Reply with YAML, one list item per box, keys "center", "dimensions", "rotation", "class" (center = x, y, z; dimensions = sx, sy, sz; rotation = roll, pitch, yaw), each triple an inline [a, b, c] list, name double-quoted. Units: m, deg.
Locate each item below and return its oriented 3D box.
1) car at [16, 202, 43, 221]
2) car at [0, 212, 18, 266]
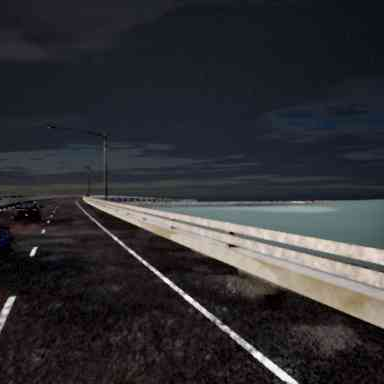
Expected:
- center: [-14.121, 1.656, 28.916]
  dimensions: [2.128, 1.511, 4.902]
  rotation: [0, 0, -21]
  class: "car"
- center: [-7.195, 1.605, 11.061]
  dimensions: [1.812, 1.442, 4.674]
  rotation: [0, 0, -22]
  class: "car"
